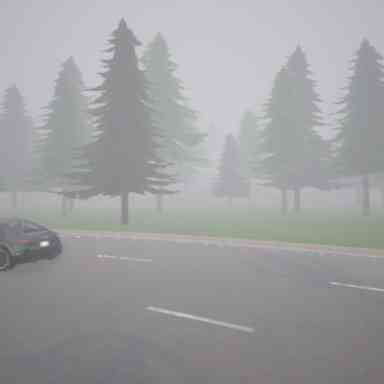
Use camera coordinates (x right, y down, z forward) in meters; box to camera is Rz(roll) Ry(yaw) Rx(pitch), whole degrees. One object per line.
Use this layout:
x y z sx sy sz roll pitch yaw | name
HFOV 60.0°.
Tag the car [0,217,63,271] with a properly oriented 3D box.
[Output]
-6.222 1.496 10.484 4.181 1.385 1.994 0 0 20 | car
